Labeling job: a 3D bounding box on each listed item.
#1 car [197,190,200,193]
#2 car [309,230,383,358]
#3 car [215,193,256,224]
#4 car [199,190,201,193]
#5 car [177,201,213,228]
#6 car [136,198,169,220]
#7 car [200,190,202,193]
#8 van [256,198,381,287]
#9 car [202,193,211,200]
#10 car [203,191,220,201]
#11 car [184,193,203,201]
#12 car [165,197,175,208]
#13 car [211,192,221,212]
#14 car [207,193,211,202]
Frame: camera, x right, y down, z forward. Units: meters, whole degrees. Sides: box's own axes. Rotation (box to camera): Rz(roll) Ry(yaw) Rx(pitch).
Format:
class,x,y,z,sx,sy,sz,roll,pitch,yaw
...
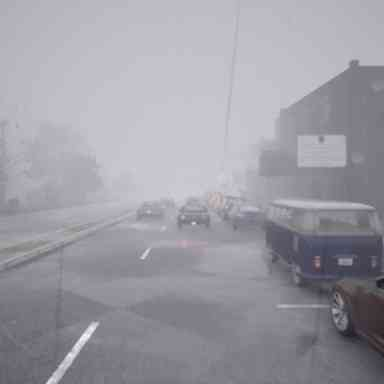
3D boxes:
class,x,y,z,sx,sy,sz,roll,pitch,yaw
car,3.247,0.862,92.102,1.946,1.575,5.366,0,0,0
car,3.225,1.486,3.547,2.163,1.488,4.792,0,0,0
car,3.229,1.183,25.710,2.185,1.767,4.553,0,0,0
car,3.242,0.888,69.910,2.185,1.767,4.553,0,0,0
car,0.104,1.460,20.966,1.895,1.301,4.718,0,0,0
car,-3.144,1.387,26.163,1.994,1.385,4.181,0,0,0
car,3.241,0.925,64.386,2.185,1.767,4.553,0,0,0
van,3.225,1.193,9.157,1.878,1.987,4.442,0,0,0
car,3.244,1.017,75.340,2.002,1.452,4.674,0,0,0
car,3.236,0.910,47.744,2.435,2.045,5.566,0,0,0
car,0.106,1.223,42.253,1.837,1.490,4.892,0,1,0
car,-3.143,1.322,41.635,1.895,1.301,4.718,0,0,0
car,3.232,1.146,31.236,2.185,1.767,4.553,0,0,0
car,3.234,1.235,36.787,2.231,1.521,4.892,0,0,0
